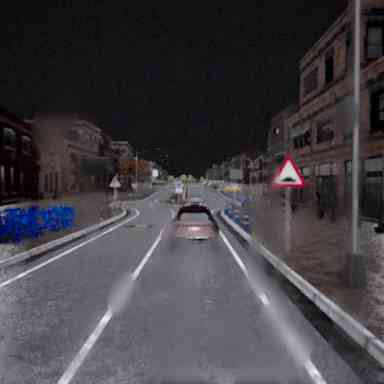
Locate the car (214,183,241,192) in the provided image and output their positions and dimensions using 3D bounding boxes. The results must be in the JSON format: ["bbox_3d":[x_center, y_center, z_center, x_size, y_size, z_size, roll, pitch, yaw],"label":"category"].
[{"bbox_3d":[7.971,-0.637,72.096,5.366,1.575,1.946,0,3,-1],"label":"car"}]

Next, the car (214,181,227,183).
[{"bbox_3d":[8.057,-1.060,77.596,4.553,1.767,2.185,0,3,-1],"label":"car"}]

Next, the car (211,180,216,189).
[{"bbox_3d":[8.084,-1.330,80.341,5.566,2.045,2.435,0,3,-1],"label":"car"}]

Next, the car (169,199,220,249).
[{"bbox_3d":[0.090,1.334,14.167,2.033,1.649,4.856,0,1,0],"label":"car"}]

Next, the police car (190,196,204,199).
[{"bbox_3d":[0.415,1.133,30.001,2.038,1.542,4.974,0,1,3],"label":"police car"}]

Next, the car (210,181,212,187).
[{"bbox_3d":[7.959,-1.492,88.612,4.892,1.521,2.231,0,3,-1],"label":"car"}]

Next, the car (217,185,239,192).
[{"bbox_3d":[8.126,-0.746,74.854,4.674,1.452,2.002,0,3,-1],"label":"car"}]
